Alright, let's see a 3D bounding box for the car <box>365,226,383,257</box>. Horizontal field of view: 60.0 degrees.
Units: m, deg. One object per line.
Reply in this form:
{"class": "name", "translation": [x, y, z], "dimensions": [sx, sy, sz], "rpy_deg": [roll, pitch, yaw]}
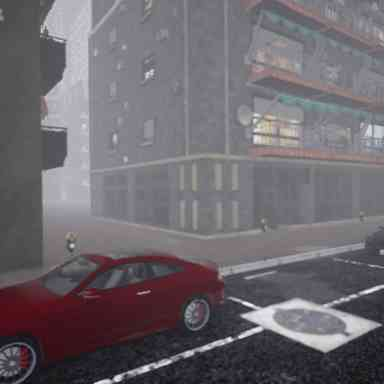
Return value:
{"class": "car", "translation": [7.866, 1.538, 11.734], "dimensions": [4.313, 1.339, 1.947], "rpy_deg": [0, -1, -36]}

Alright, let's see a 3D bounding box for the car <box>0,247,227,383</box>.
{"class": "car", "translation": [-1.329, 1.578, 5.162], "dimensions": [4.206, 1.307, 1.802], "rpy_deg": [0, -1, -36]}
